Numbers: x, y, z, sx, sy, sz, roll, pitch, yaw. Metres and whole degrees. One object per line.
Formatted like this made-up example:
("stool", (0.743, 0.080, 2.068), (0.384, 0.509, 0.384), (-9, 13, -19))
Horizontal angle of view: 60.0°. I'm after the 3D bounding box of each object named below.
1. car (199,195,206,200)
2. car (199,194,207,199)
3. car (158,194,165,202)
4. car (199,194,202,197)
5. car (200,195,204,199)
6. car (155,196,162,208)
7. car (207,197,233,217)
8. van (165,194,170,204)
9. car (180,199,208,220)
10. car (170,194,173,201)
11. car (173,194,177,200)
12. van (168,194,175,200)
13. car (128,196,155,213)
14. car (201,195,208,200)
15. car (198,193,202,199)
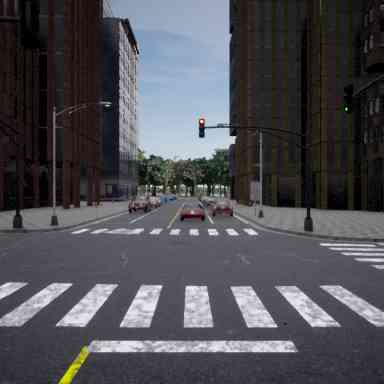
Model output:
("car", (2.782, 1.562, 91.709), (1.752, 1.417, 4.829), (0, 0, 0))
("car", (2.775, 1.560, 58.914), (1.887, 1.381, 4.507), (0, 0, 0))
("car", (-5.751, 1.538, 53.308), (1.752, 1.417, 4.829), (0, 0, 0))
("car", (2.777, 1.543, 64.521), (1.752, 1.417, 4.829), (0, 0, 0))
("car", (2.774, 1.557, 53.476), (1.887, 1.381, 4.507), (0, 0, 0))
("car", (-5.752, 1.592, 48.040), (1.802, 1.307, 4.206), (0, 0, 0))
("car", (2.769, 1.445, 31.726), (1.967, 1.590, 4.097), (0, 0, 0))
("van", (-5.749, 1.359, 64.353), (1.690, 1.788, 3.998), (0, 0, 0))
("car", (0.057, 1.568, 27.860), (1.994, 1.385, 4.181), (0, 0, 1))
("car", (-5.747, 1.572, 69.791), (2.008, 1.369, 4.403), (0, 0, 0))
("car", (-5.744, 1.598, 86.103), (1.947, 1.339, 4.313), (0, 0, 0))
("van", (-5.743, 1.377, 91.541), (1.690, 1.788, 3.998), (0, 0, 0))
("car", (-5.755, 1.321, 37.165), (2.192, 1.841, 5.009), (0, 0, 0))
("car", (2.773, 1.561, 48.038), (2.008, 1.369, 4.403), (0, 0, 0))
("car", (2.779, 1.550, 75.396), (1.752, 1.417, 4.829), (0, 0, 0))
